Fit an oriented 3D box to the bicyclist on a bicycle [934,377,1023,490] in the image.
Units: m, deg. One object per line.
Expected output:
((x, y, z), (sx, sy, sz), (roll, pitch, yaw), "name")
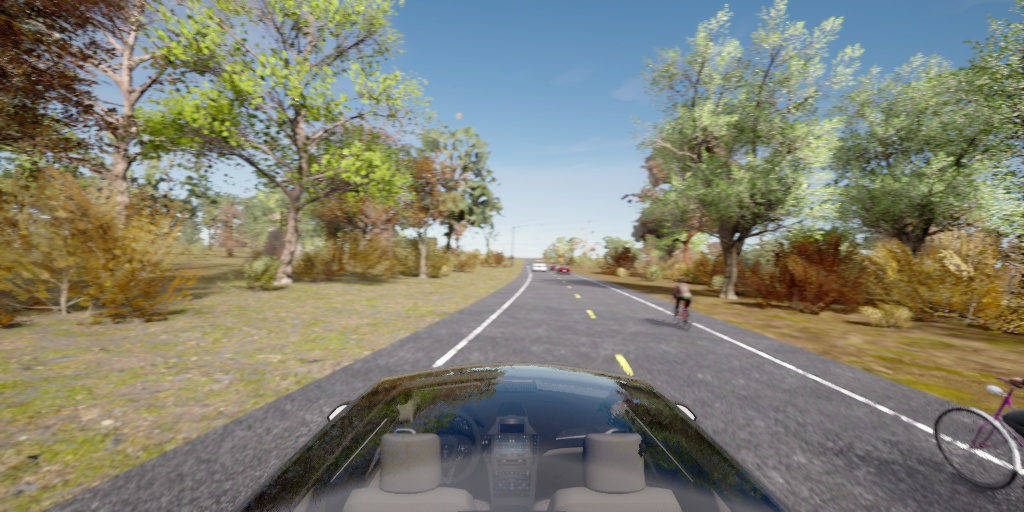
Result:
((4.407, 1.324, 2.934), (0.659, 1.776, 1.843), (2, 0, 8), "bicyclist on a bicycle")

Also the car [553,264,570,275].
((8.240, 2.156, 57.780), (1.882, 1.535, 5.008), (2, 0, 2), "car")

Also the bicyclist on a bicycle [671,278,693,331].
((5.538, 1.556, 11.705), (0.582, 1.620, 1.656), (2, -1, 7), "bicyclist on a bicycle")

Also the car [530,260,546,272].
((4.917, 1.825, 64.856), (2.150, 2.045, 5.566), (2, -1, 3), "car")
